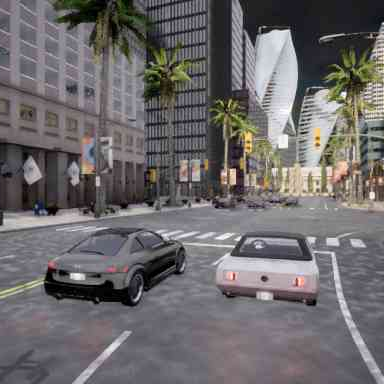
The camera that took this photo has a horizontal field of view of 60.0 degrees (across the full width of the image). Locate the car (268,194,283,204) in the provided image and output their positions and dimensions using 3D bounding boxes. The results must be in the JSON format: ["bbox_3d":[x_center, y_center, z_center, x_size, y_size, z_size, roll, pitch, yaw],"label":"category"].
[{"bbox_3d":[16.207,1.548,64.084,2.033,1.411,5.357,0,0,22],"label":"car"}]

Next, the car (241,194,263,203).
[{"bbox_3d":[11.022,1.352,60.575,2.097,1.767,4.553,0,0,22],"label":"car"}]

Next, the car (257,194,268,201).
[{"bbox_3d":[19.033,1.354,89.184,2.185,1.767,4.553,0,0,21],"label":"car"}]

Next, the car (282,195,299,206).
[{"bbox_3d":[16.993,1.547,56.178,2.033,1.411,5.357,0,0,22],"label":"car"}]

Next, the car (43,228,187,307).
[{"bbox_3d":[-1.576,1.564,8.195,1.994,1.385,4.181,0,0,17],"label":"car"}]

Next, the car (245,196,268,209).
[{"bbox_3d":[8.648,1.564,44.330,1.994,1.385,4.181,0,0,17],"label":"car"}]

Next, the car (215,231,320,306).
[{"bbox_3d":[2.033,1.601,8.148,1.895,1.301,4.718,0,0,19],"label":"car"}]

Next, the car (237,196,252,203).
[{"bbox_3d":[10.916,1.513,68.810,2.161,1.482,4.786,0,0,21],"label":"car"}]

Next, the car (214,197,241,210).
[{"bbox_3d":[4.493,1.548,44.116,2.033,1.411,5.357,0,0,22],"label":"car"}]

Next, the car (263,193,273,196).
[{"bbox_3d":[16.431,1.553,74.088,1.994,1.385,4.181,0,0,22],"label":"car"}]
